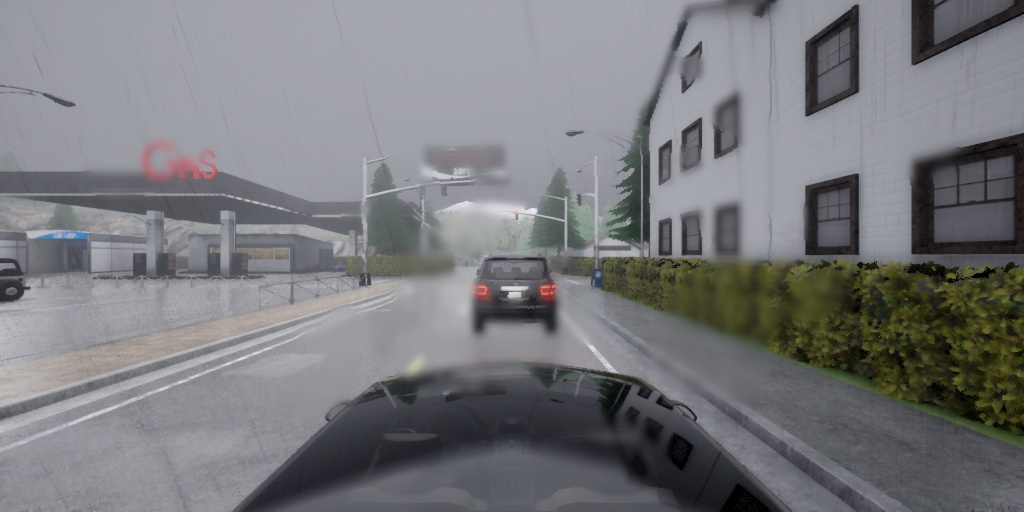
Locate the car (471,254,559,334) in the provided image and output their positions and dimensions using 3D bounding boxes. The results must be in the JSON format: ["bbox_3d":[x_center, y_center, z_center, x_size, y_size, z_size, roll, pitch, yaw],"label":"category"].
[{"bbox_3d":[0.087,0.971,10.724,2.150,2.045,5.566,0,0,0],"label":"car"}]
